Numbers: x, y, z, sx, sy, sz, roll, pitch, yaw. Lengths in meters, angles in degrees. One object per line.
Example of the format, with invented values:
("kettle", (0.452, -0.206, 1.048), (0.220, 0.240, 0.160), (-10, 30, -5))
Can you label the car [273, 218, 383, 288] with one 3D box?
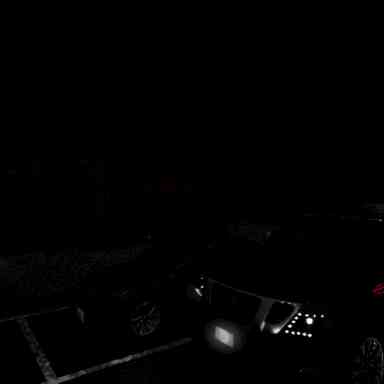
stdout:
("car", (4.486, 1.582, 9.731), (4.206, 1.307, 1.802), (0, 0, -35))

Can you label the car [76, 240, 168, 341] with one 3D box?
("car", (0.005, 1.566, 6.539), (4.313, 1.339, 1.947), (0, 0, -35))

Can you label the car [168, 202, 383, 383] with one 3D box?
("car", (2.600, 1.221, 5.233), (5.566, 2.045, 2.150), (0, 0, -35))
